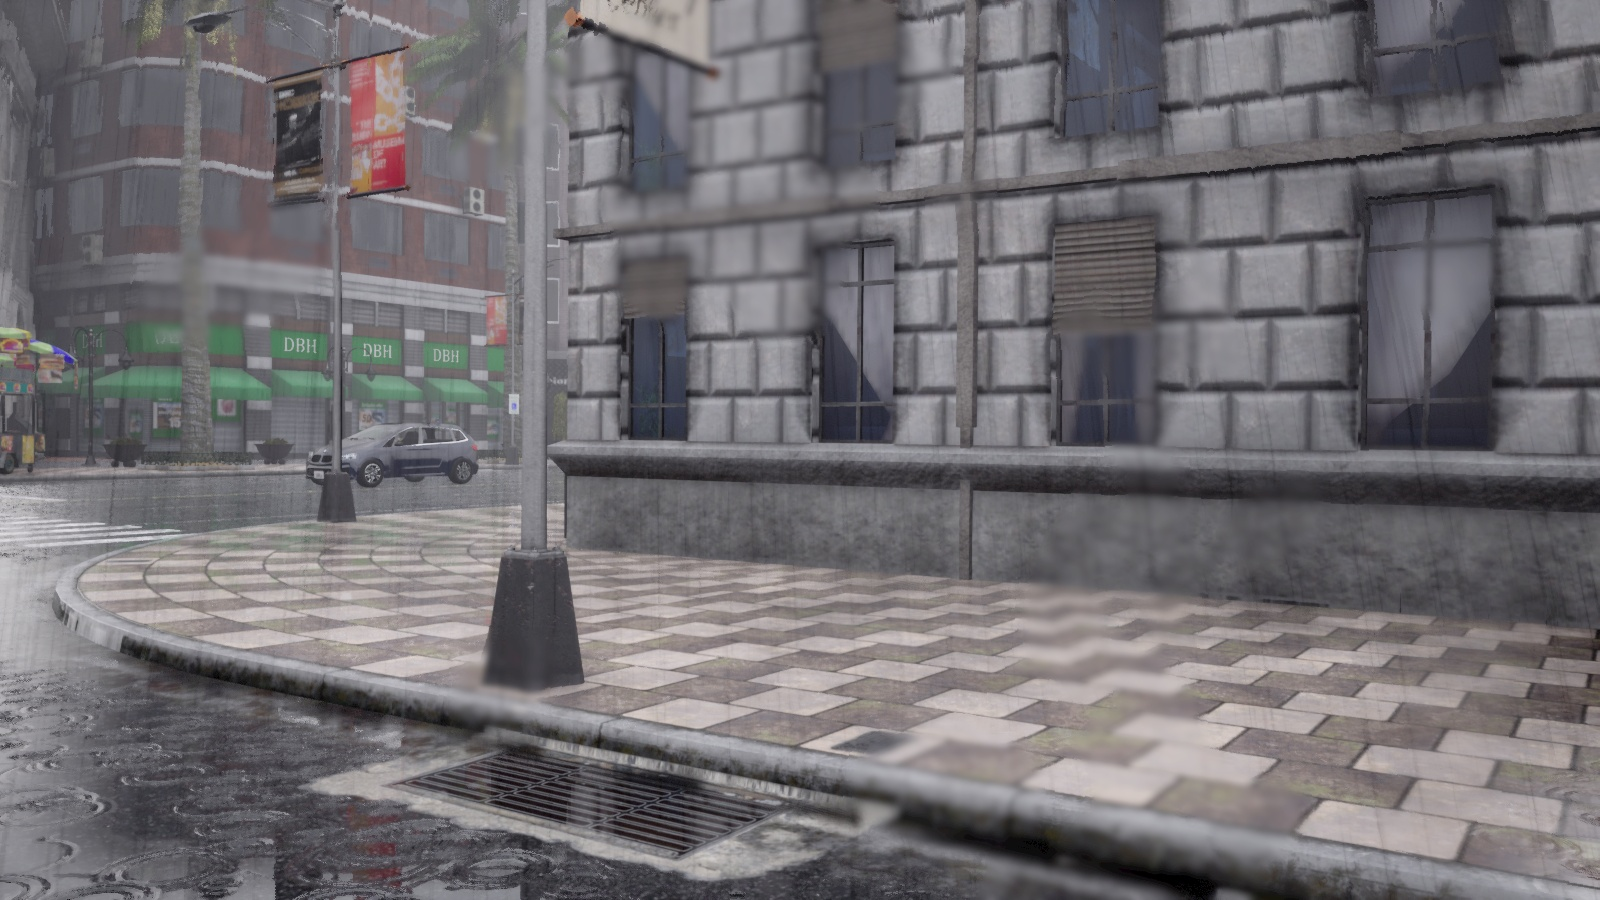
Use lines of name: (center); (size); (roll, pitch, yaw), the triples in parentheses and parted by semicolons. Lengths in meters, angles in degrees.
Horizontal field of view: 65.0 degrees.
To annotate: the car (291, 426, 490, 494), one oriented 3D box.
car: (-10.802, 0.216, 33.419); (2.242, 1.667, 4.611); (0, 1, 34)
